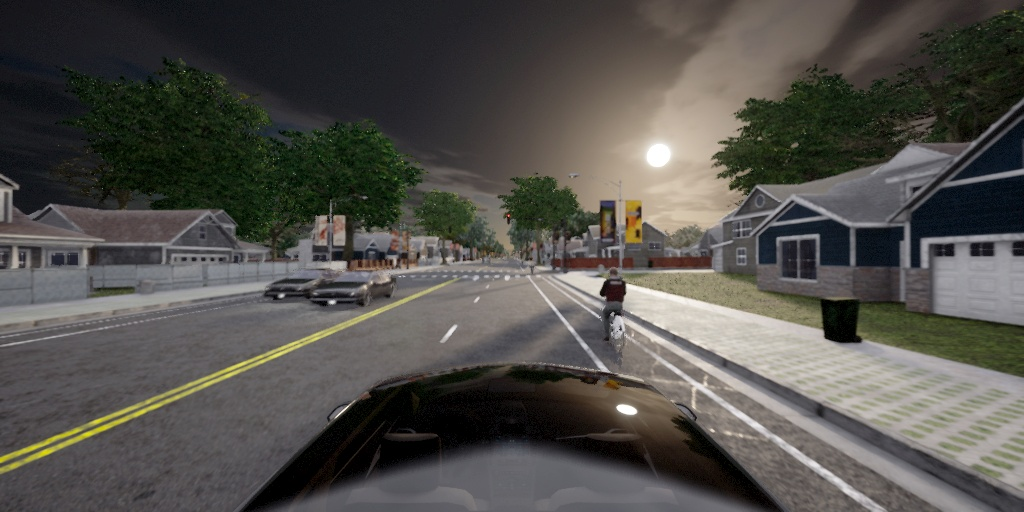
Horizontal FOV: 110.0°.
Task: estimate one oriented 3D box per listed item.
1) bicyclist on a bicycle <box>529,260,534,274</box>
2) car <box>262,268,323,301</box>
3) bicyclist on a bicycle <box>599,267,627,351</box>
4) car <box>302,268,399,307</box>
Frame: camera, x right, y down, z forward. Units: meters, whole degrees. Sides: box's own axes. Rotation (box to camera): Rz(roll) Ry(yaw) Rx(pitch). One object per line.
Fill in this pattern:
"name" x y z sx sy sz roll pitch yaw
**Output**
"bicyclist on a bicycle" 2.282 1.251 40.886 0.866 1.612 1.509 0 0 0
"car" -9.847 1.325 17.975 2.033 1.411 5.357 0 0 0
"bicyclist on a bicycle" 2.242 1.131 8.110 0.659 1.776 1.843 0 0 0
"car" -6.600 1.321 15.827 2.033 1.411 5.357 0 0 0
